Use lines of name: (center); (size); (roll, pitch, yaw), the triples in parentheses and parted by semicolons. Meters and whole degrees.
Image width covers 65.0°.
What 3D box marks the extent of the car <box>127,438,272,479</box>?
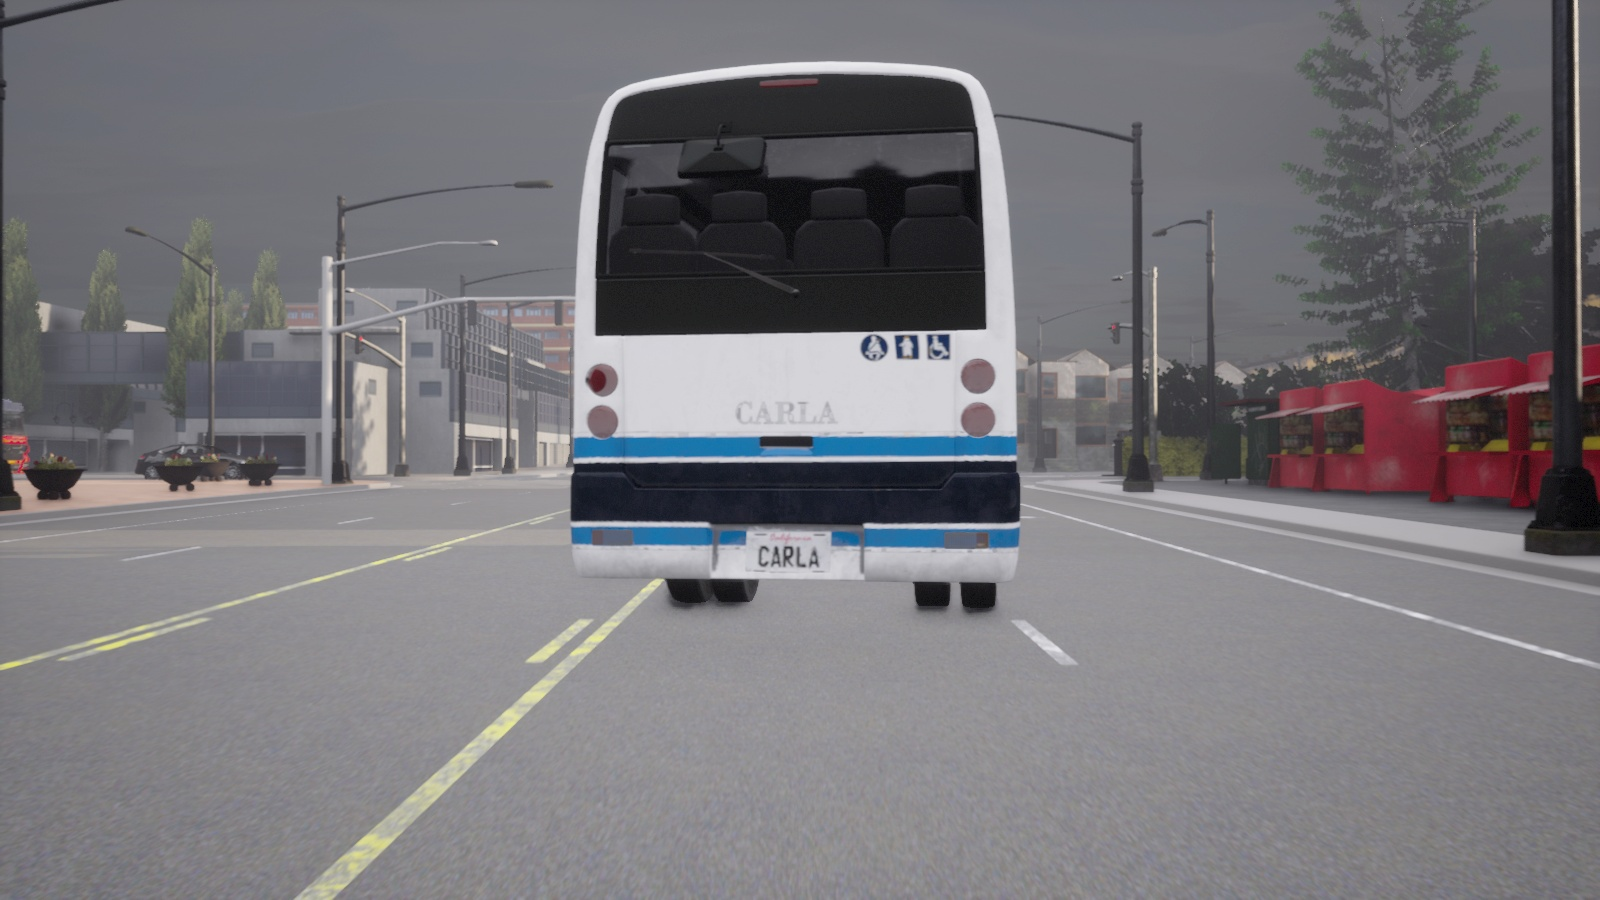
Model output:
car: (-25.061, 0.353, 52.551); (5.027, 1.651, 2.152); (0, -1, 1)

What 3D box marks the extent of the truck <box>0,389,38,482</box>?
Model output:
truck: (-37.096, -0.599, 52.720); (8.468, 3.827, 2.891); (0, -1, 1)

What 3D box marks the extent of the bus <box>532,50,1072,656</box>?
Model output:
bus: (0.709, -0.701, 14.180); (3.944, 4.253, 10.273); (0, 0, 8)
